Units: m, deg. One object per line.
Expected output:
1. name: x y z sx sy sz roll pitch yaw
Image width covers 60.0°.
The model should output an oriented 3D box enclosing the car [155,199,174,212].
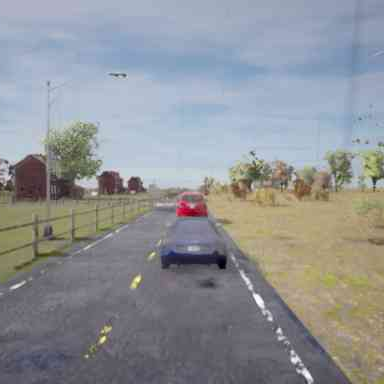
1. car: -2.827 1.434 35.472 1.895 1.301 4.718 0 0 0

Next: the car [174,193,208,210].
1. car: 0.049 1.104 24.990 2.150 2.045 5.566 0 0 0

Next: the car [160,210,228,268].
1. car: 0.063 1.516 11.135 1.994 1.385 4.181 0 0 0
